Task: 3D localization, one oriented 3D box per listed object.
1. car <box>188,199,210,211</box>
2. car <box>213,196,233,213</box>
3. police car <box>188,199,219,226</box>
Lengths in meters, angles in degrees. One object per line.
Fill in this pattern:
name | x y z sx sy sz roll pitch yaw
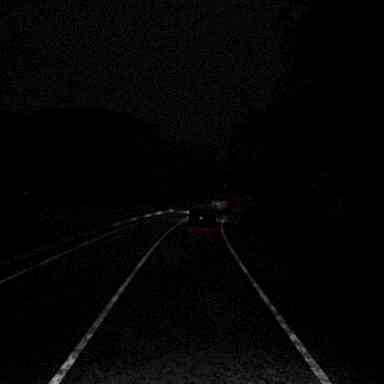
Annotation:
car | 0.979 1.727 44.809 1.837 1.490 4.892 1 0 15
car | 3.884 1.504 42.730 2.150 2.045 5.566 1 0 15
police car | 0.869 1.606 25.440 1.930 1.638 5.238 0 0 6
